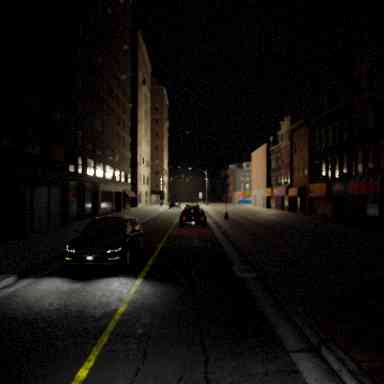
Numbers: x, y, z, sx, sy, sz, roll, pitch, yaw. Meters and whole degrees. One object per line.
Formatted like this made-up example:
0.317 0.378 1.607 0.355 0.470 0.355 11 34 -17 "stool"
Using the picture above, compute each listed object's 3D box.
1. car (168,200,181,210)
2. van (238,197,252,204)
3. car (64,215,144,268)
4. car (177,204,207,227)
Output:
-2.871 2.082 54.822 1.837 1.490 4.892 0 -1 0 "car"
13.647 2.248 83.822 3.998 1.788 1.690 0 -1 0 "van"
-2.865 1.616 11.729 1.837 1.490 4.892 0 -1 0 "car"
0.073 1.839 24.803 1.895 1.301 4.718 0 -1 0 "car"
